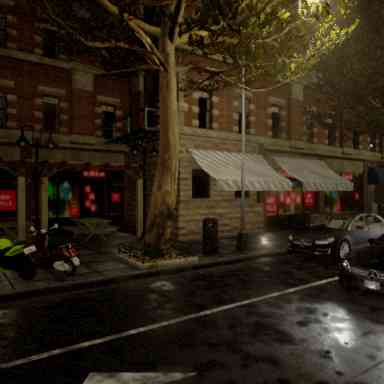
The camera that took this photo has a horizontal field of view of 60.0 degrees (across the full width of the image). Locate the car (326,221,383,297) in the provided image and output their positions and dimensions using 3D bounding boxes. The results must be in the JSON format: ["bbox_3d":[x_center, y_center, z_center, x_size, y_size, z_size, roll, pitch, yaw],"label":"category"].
[{"bbox_3d":[5.356,1.521,7.741,4.674,1.442,1.812,0,0,-35],"label":"car"}]

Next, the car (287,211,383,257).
[{"bbox_3d":[5.563,1.476,12.214,4.892,1.521,2.231,0,0,-35],"label":"car"}]
